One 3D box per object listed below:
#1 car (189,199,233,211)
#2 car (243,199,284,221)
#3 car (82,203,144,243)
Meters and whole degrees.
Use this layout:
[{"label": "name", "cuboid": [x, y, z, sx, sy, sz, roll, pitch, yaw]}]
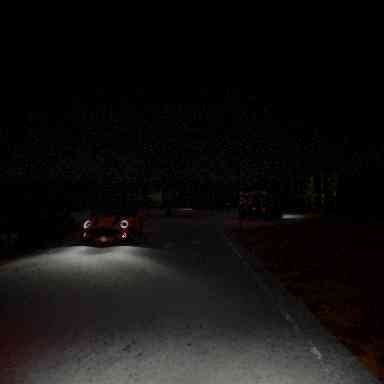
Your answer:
[{"label": "car", "cuboid": [2.320, 1.522, 41.099, 5.357, 1.411, 2.033, 0, 0, 32]}, {"label": "car", "cuboid": [5.980, 1.327, 27.599, 2.097, 1.767, 4.553, 0, 0, 34]}, {"label": "car", "cuboid": [-3.634, 1.349, 15.896, 2.097, 1.767, 4.553, 0, 0, 0]}]
